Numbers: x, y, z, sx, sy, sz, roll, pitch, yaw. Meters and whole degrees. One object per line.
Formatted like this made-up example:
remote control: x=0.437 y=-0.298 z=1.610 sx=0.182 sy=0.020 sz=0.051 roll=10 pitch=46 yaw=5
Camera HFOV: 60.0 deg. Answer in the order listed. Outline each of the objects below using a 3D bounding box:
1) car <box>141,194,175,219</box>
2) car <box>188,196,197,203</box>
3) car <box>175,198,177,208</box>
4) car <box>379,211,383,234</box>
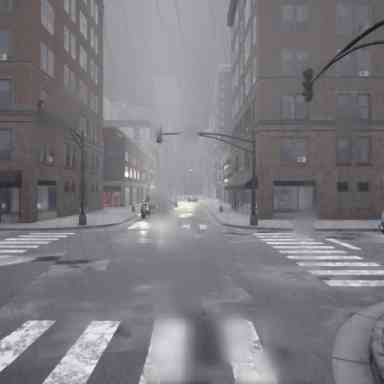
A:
car: x=-3.102 y=1.236 z=29.748 sx=2.150 sy=2.045 sz=5.566 roll=0 pitch=0 yaw=2
car: x=0.067 y=1.519 z=69.997 sx=2.128 sy=1.511 sz=4.902 roll=0 pitch=0 yaw=0
car: x=-3.122 y=1.546 z=39.421 sx=1.812 sy=1.442 sz=4.674 roll=0 pitch=0 yaw=0
car: x=11.040 y=1.617 z=14.647 sx=4.718 sy=1.301 sz=1.895 roll=0 pitch=0 yaw=2
